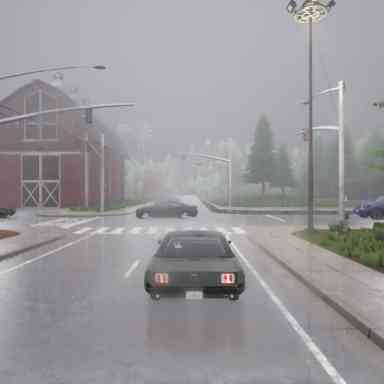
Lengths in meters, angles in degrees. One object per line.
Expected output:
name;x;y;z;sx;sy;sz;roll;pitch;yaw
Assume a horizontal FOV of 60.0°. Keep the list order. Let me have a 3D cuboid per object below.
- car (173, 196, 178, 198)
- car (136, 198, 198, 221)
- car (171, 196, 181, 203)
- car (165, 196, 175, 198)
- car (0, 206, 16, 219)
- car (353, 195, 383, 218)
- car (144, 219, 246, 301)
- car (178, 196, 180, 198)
car;-3.593;1.505;52.134;1.837;1.490;4.892;0;0;0
car;-2.014;1.465;26.785;5.008;1.535;1.882;0;0;-1
car;-3.501;1.590;72.514;1.895;1.301;4.718;0;0;0
car;-3.599;1.564;42.112;1.994;1.385;4.181;0;0;0
car;-16.839;1.566;26.510;4.718;1.301;1.895;0;0;-1
car;16.233;1.196;27.106;5.566;2.045;2.150;0;0;0
car;0.066;1.601;8.300;1.895;1.301;4.718;0;0;0
car;-3.563;1.505;62.206;1.837;1.490;4.892;0;0;0
